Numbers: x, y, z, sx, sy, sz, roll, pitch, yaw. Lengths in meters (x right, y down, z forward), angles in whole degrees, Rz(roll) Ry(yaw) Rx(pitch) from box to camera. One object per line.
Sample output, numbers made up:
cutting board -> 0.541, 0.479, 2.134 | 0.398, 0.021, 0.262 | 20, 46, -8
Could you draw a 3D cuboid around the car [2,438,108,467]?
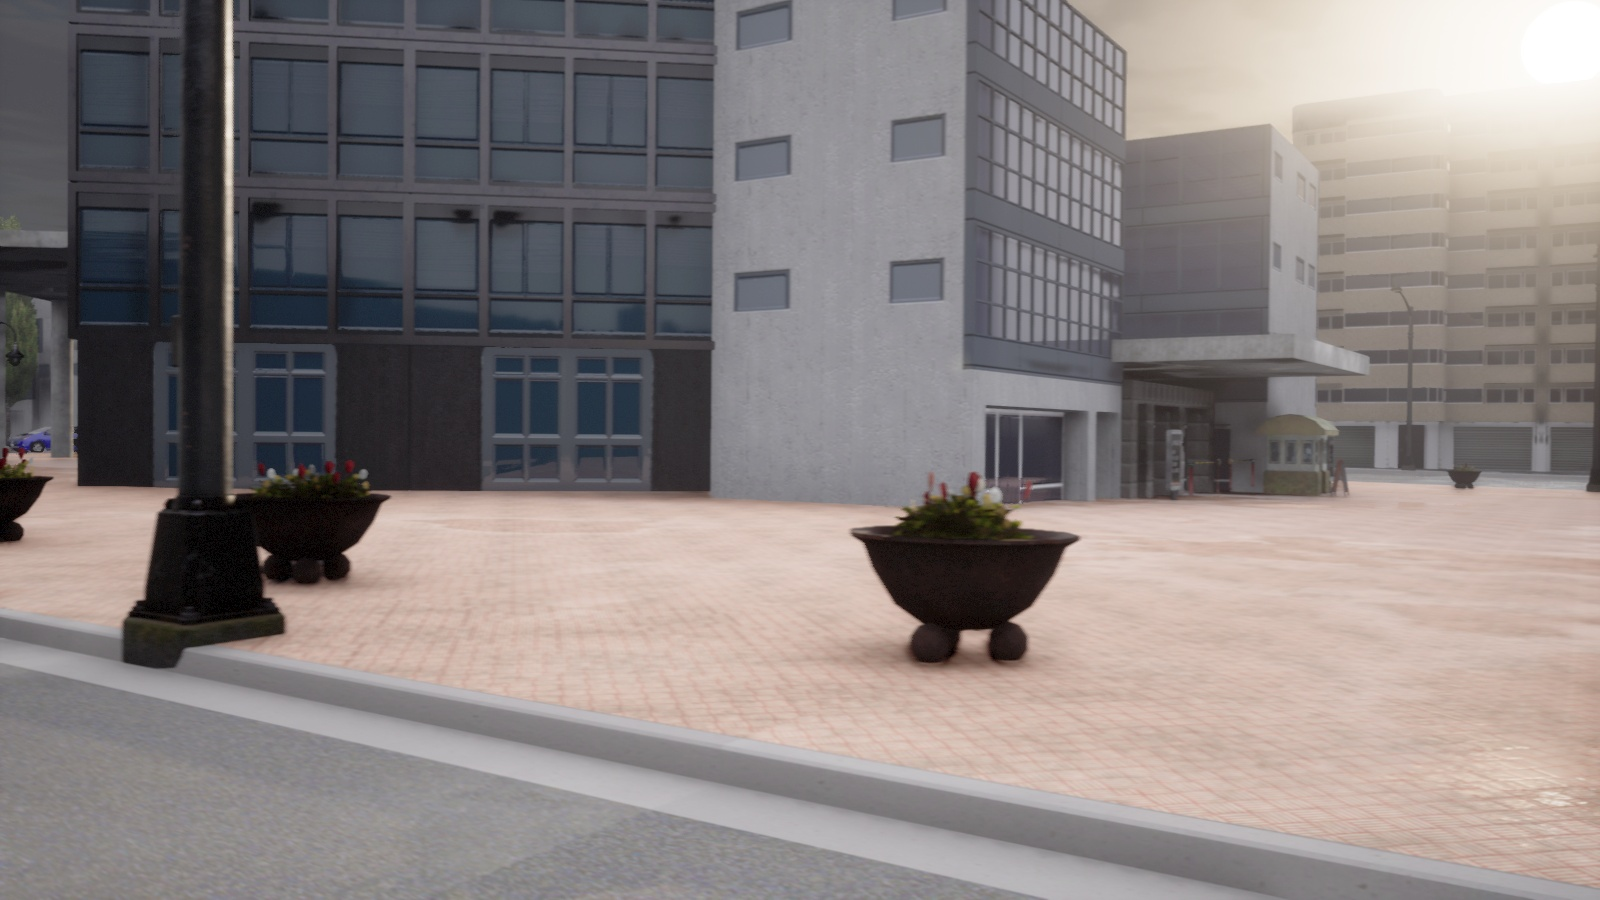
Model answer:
car -> -40.342, 0.114, 68.095 | 2.007, 1.525, 4.514 | 0, 1, 33
